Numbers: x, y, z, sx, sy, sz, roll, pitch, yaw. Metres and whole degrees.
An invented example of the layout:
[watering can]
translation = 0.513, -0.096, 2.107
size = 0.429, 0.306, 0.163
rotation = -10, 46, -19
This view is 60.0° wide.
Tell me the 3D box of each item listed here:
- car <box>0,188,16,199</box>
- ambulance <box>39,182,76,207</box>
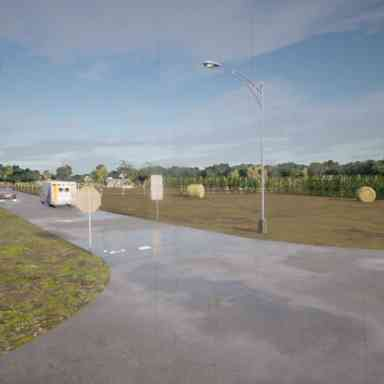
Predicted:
[car]
translation = -25.241, 0.178, 45.223
size = 1.812, 1.442, 4.674
rotation = -2, 3, -36
[ambulance]
translation = -13.989, 0.189, 34.247
size = 2.351, 2.431, 6.366
rotation = -2, 3, -36
